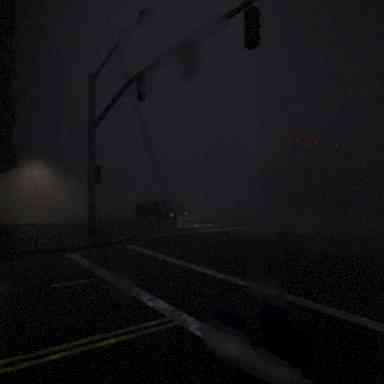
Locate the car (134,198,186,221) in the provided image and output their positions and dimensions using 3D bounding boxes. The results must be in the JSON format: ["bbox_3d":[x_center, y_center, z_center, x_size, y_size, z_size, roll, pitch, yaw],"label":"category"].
[{"bbox_3d":[-2.937,1.477,26.855,2.128,1.511,4.902,0,0,-35],"label":"car"}]

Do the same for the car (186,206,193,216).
[{"bbox_3d":[-2.068,1.529,31.700,2.033,1.411,5.357,0,0,-35],"label":"car"}]

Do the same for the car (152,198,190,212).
[{"bbox_3d":[-2.554,1.469,38.767,2.128,1.511,4.902,0,0,-35],"label":"car"}]
